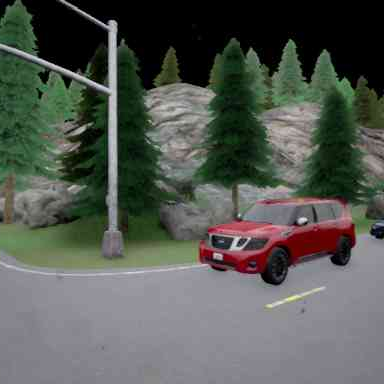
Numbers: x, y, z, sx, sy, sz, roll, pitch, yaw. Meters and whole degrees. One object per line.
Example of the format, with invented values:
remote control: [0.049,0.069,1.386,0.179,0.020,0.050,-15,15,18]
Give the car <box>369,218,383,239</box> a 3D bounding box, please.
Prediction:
car: [10.758,1.540,16.362,5.357,1.411,2.033,0,0,-39]

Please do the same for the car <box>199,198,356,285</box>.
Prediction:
car: [2.773,1.221,9.905,5.566,2.045,2.150,0,0,-39]
